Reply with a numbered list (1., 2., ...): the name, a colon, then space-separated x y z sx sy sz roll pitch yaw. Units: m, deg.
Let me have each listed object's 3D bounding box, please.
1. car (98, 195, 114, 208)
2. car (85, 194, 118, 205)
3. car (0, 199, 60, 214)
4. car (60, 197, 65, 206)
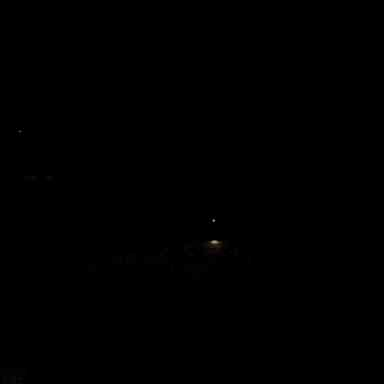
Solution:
1. car: -9.002 1.214 40.053 1.802 1.307 4.206 2 2 35
2. car: -13.234 1.044 48.806 1.947 1.339 4.313 2 2 35
3. car: -15.240 1.311 31.291 2.008 1.369 4.403 2 2 35
4. car: -16.251 1.093 44.569 2.008 1.369 4.403 2 2 35
